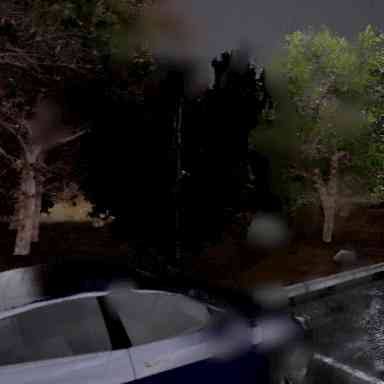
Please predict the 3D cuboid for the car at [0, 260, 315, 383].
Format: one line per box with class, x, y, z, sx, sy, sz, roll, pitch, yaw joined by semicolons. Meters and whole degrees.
car;-0.797;1.512;3.468;4.792;1.488;2.163;0;1;-33
